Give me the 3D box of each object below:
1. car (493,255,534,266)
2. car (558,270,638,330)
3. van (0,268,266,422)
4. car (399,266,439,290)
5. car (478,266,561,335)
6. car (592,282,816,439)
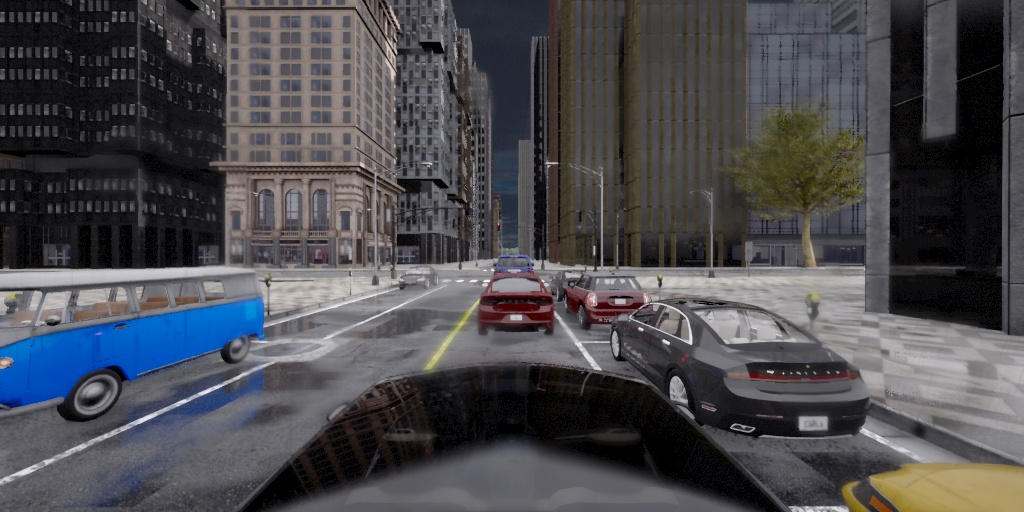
[{"bbox_3d":[0.103,0.967,20.378,2.150,2.045,5.566,0,0,0],"label":"car"},{"bbox_3d":[2.777,1.188,11.108,1.967,1.591,4.097,0,0,0],"label":"car"},{"bbox_3d":[-5.756,1.090,5.478,1.690,1.789,3.998,0,0,0],"label":"van"},{"bbox_3d":[-5.732,1.296,22.401,2.007,1.370,4.403,0,0,0],"label":"car"},{"bbox_3d":[0.106,1.226,10.494,1.882,1.535,5.008,0,0,0],"label":"car"},{"bbox_3d":[2.769,1.300,5.467,2.007,1.370,4.403,0,0,0],"label":"car"}]
